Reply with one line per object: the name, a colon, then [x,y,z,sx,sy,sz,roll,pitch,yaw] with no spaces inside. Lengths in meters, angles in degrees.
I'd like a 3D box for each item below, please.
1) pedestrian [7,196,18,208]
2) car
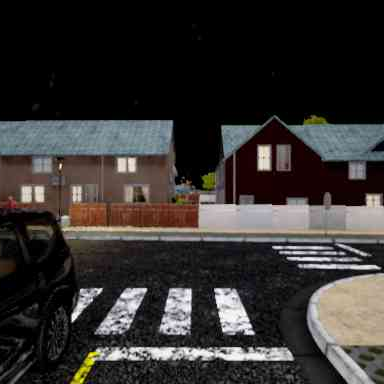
pedestrian: [-9.324,1.100,17.094,0.375,1.860,0.375,0,-1,1]
car: [-2.802,1.229,2.766,2.150,2.045,5.566,0,0,1]
